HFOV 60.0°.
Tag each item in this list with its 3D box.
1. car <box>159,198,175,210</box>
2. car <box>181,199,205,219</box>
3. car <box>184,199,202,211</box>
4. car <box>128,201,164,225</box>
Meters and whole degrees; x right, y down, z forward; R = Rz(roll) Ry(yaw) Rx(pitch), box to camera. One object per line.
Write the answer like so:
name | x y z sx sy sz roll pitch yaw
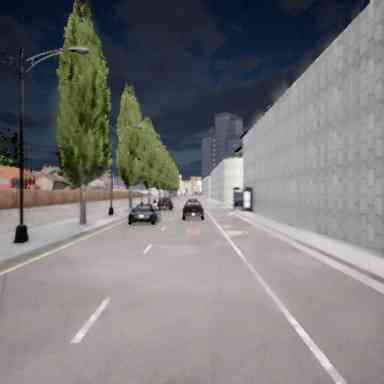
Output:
car | -3.406 1.541 43.339 1.837 1.490 4.892 0 0 0
car | 0.103 1.529 28.866 1.837 1.490 4.892 0 0 0
car | 0.106 1.583 41.886 2.033 1.411 5.357 0 0 0
car | -3.415 1.585 24.377 1.994 1.385 4.181 0 0 0
